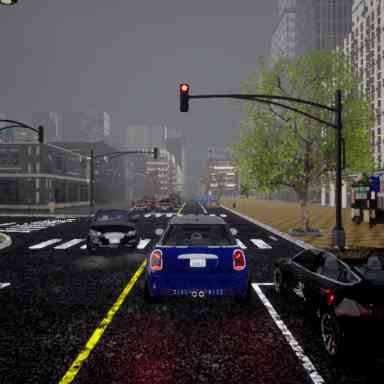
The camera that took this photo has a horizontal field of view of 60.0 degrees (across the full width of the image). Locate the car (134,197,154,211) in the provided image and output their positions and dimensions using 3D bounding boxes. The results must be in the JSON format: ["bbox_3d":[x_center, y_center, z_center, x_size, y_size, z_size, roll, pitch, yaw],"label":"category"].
[{"bbox_3d":[-5.636,1.584,38.191,1.802,1.307,4.206,0,0,0],"label":"car"}]

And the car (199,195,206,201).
[{"bbox_3d":[2.812,1.534,88.311,1.752,1.417,4.829,0,0,0],"label":"car"}]

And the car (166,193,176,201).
[{"bbox_3d":[-5.568,1.324,88.150,2.192,1.841,5.009,0,0,0],"label":"car"}]

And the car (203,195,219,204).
[{"bbox_3d":[2.752,1.528,43.903,1.752,1.417,4.829,0,0,0],"label":"car"}]

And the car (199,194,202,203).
[{"bbox_3d":[2.774,1.556,60.386,2.008,1.369,4.403,0,0,0],"label":"car"}]

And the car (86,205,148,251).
[{"bbox_3d":[-3.393,1.492,14.288,2.128,1.511,4.902,1,0,-15],"label":"car"}]

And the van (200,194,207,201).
[{"bbox_3d":[2.805,1.349,82.590,1.690,1.788,3.998,0,0,0],"label":"van"}]

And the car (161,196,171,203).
[{"bbox_3d":[-5.592,1.532,71.327,1.752,1.417,4.829,0,0,0],"label":"car"}]

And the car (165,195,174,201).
[{"bbox_3d":[-5.577,1.559,82.599,2.008,1.369,4.403,0,0,0],"label":"car"}]

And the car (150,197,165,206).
[{"bbox_3d":[-5.614,1.555,54.844,2.008,1.369,4.403,0,0,0],"label":"car"}]

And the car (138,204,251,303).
[{"bbox_3d":[0.111,1.352,8.372,2.097,1.767,4.553,0,0,0],"label":"car"}]

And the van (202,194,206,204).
[{"bbox_3d":[2.760,1.345,49.284,1.690,1.788,3.998,0,0,0],"label":"van"}]

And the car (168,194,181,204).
[{"bbox_3d":[-3.033,1.481,48.511,1.882,1.535,5.008,0,0,0],"label":"car"}]

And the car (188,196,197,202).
[{"bbox_3d":[0.106,1.547,79.206,2.033,1.411,5.357,0,0,0],"label":"car"}]

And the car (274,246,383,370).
[{"bbox_3d":[2.701,1.566,5.704,1.947,1.339,4.313,0,0,0],"label":"car"}]

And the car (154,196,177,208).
[{"bbox_3d":[-3.041,1.528,38.477,1.812,1.442,4.674,0,0,-2],"label":"car"}]

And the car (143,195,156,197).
[{"bbox_3d":[-5.628,1.318,43.742,2.192,1.841,5.009,0,0,0],"label":"car"}]

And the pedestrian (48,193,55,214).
[{"bbox_3d":[-12.710,1.039,30.205,0.375,1.860,0.375,0,-1,-1],"label":"pedestrian"}]

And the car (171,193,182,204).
[{"bbox_3d":[-2.992,1.226,59.008,2.150,2.045,5.566,0,0,1],"label":"car"}]
